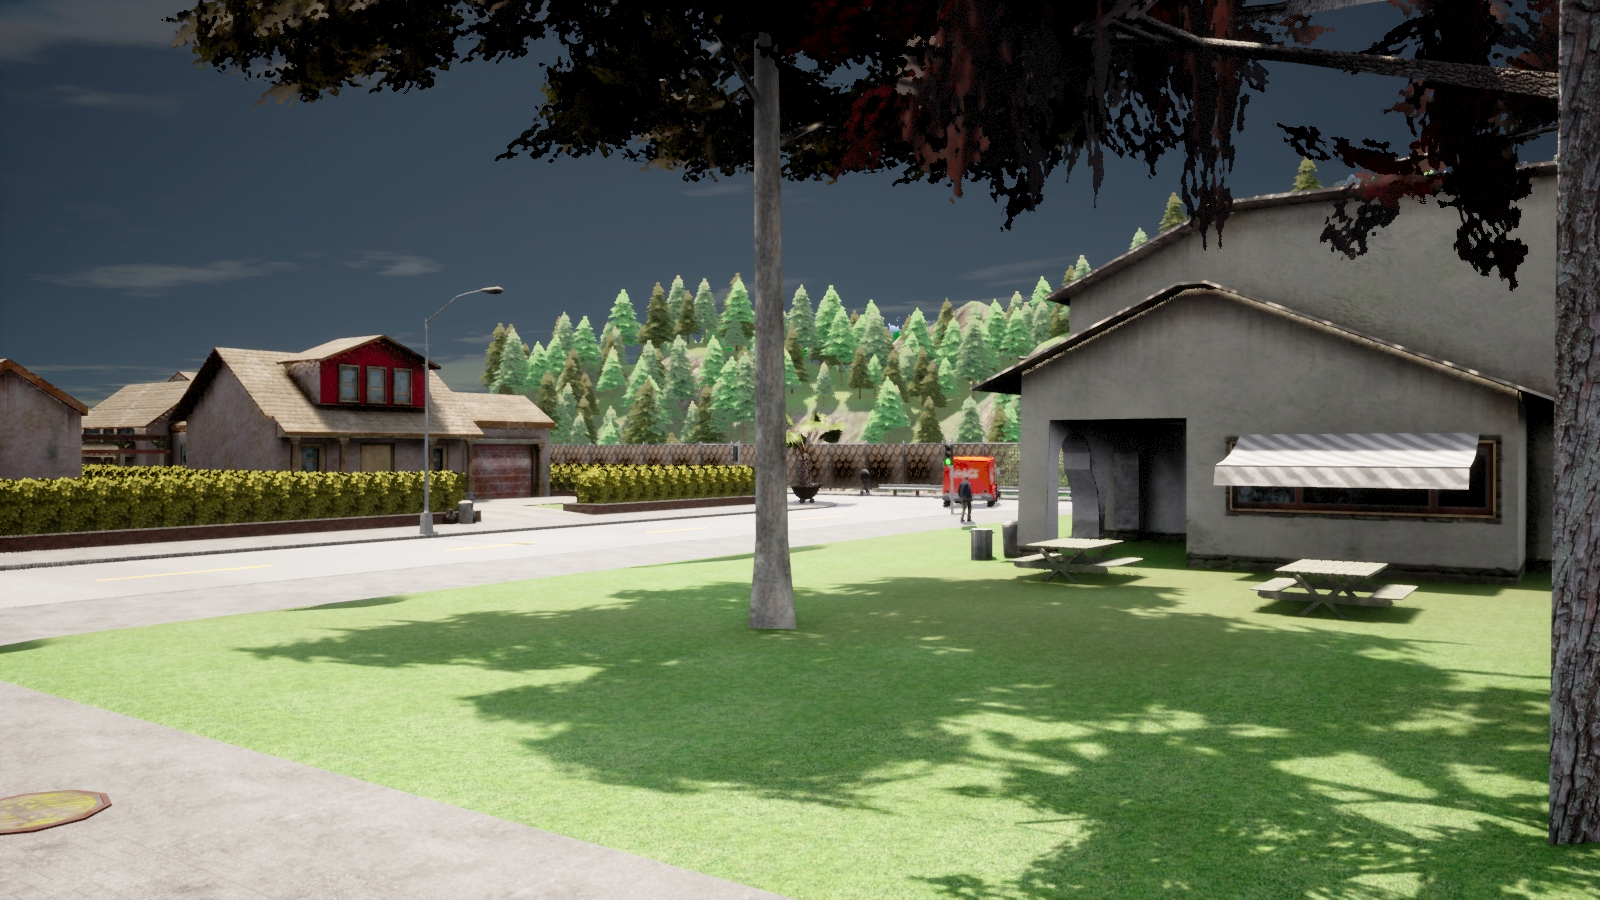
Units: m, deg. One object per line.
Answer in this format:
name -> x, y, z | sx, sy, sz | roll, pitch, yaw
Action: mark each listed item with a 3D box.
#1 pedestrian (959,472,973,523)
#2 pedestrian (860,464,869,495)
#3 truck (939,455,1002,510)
pedestrian -> 6.061, 1.737, 41.793 | 0.375, 1.860, 0.375 | 0, 0, 35
pedestrian -> 3.900, 1.787, 69.170 | 0.375, 1.860, 0.375 | 0, 0, 36
truck -> 8.701, 1.585, 57.863 | 2.627, 2.467, 5.204 | 0, 1, 14
